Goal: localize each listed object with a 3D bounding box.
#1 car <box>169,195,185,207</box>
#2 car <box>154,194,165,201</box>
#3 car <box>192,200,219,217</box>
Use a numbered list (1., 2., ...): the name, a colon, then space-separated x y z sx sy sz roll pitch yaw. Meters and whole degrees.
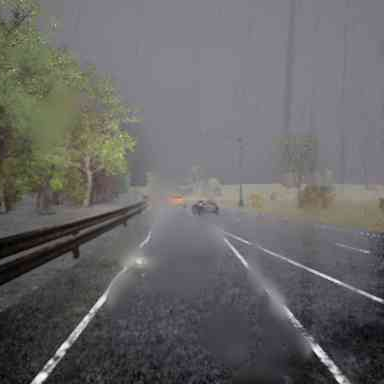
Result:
1. car: -2.465 1.343 52.247 2.097 1.767 4.553 0 0 -10
2. car: -7.717 1.474 81.913 1.882 1.535 5.008 0 0 -10
3. car: 1.187 1.465 31.663 2.128 1.511 4.902 0 0 -10
